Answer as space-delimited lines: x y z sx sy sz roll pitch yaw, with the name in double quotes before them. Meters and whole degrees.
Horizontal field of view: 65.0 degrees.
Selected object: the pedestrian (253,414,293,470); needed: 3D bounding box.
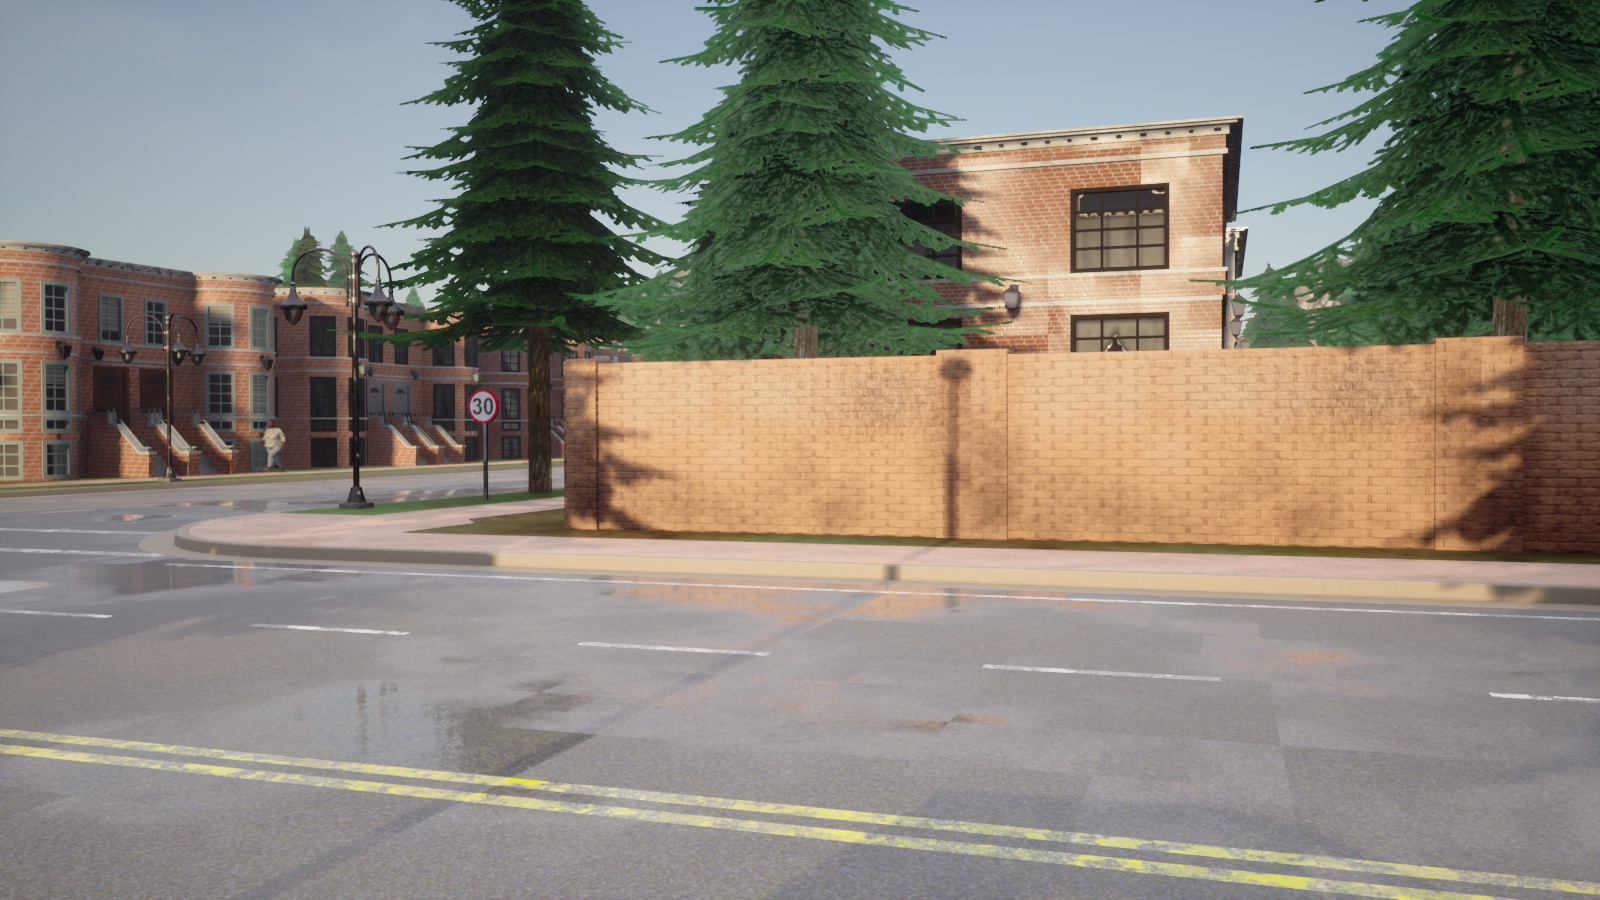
"pedestrian" -17.637 -0.282 42.030 0.874 1.855 0.900 1 1 20
